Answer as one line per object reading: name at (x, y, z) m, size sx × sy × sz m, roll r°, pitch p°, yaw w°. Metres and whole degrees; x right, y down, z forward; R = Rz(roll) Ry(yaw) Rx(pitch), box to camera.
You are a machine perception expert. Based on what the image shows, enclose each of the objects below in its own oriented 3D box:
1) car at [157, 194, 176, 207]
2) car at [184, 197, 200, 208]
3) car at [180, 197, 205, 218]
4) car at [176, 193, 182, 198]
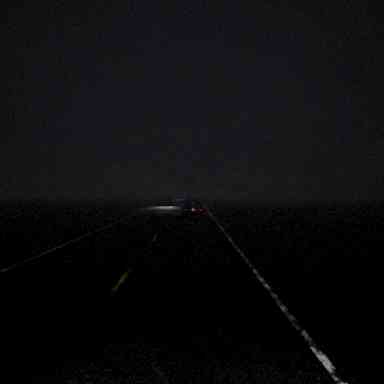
car at (-3.603, 1.319, 45.857) m, size 1.994 × 1.385 × 4.181 m, roll 0°, pitch 0°, yaw 0°
car at (0.052, 1.333, 43.442) m, size 1.994 × 1.385 × 4.181 m, roll 0°, pitch 0°, yaw 0°
car at (0.086, 1.398, 28.000) m, size 2.033 × 1.411 × 5.357 m, roll 0°, pitch 0°, yaw 0°
car at (-3.539, 1.080, 85.338) m, size 2.033 × 1.411 × 5.357 m, roll 0°, pitch 0°, yaw 0°
